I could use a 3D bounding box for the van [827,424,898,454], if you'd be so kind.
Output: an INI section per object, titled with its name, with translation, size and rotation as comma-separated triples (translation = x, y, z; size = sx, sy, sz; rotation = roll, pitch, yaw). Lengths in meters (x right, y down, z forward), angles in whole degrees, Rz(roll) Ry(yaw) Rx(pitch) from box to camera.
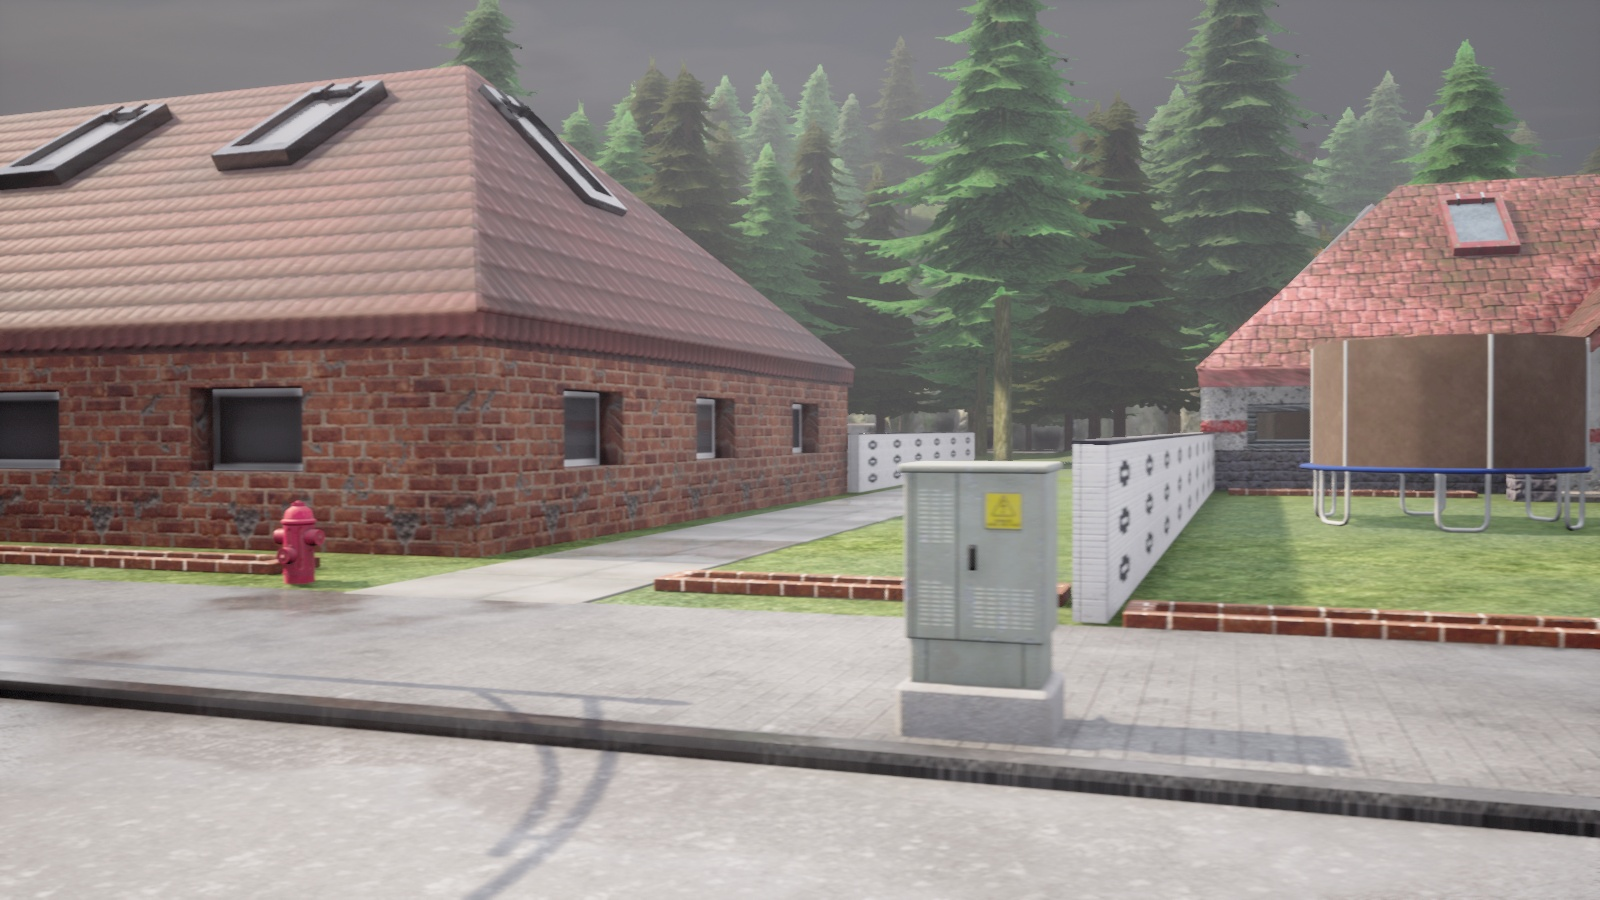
[van]
translation = 4.231, -0.777, 84.768
size = 4.442, 1.987, 1.775
rotation = 0, 1, 19
